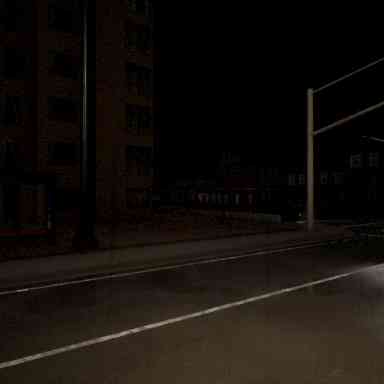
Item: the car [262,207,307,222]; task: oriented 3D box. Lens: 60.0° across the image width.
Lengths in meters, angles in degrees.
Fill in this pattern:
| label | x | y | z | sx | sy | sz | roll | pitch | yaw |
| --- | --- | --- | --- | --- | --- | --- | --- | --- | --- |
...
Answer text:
| label | x | y | z | sx | sy | sz | roll | pitch | yaw |
| --- | --- | --- | --- | --- | --- | --- | --- | --- | --- |
| car | 8.763 | 2.173 | 32.106 | 2.033 | 1.411 | 5.357 | 0 | -5 | -36 |
